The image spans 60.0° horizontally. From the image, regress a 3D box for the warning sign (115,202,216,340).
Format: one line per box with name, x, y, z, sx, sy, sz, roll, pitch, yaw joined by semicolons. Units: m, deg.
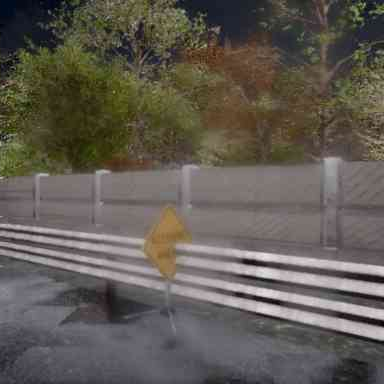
warning sign;-0.395;1.114;5.438;1.060;1.860;1.300;0;0;35
